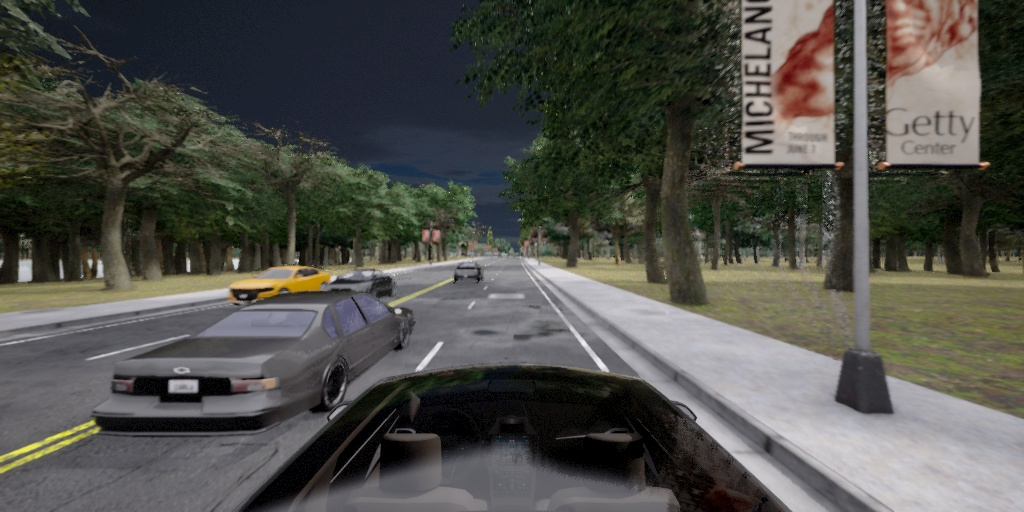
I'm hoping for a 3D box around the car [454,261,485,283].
[{"bbox_3d":[-3.091,1.141,26.429,2.128,1.511,4.902,0,0,0],"label":"car"}]

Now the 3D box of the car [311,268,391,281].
[{"bbox_3d":[-6.564,1.269,15.735,1.994,1.385,4.181,0,0,0],"label":"car"}]

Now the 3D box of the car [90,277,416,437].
[{"bbox_3d":[-3.148,1.288,5.948,2.033,1.411,5.357,0,0,0],"label":"car"}]

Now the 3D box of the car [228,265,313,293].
[{"bbox_3d":[-9.815,1.182,15.621,1.882,1.535,5.008,0,0,0],"label":"car"}]
